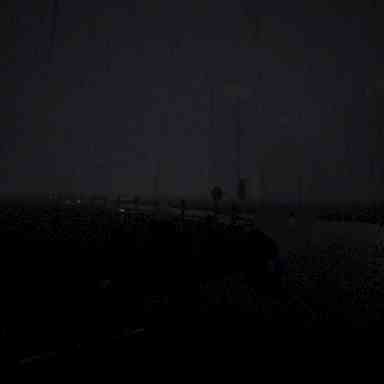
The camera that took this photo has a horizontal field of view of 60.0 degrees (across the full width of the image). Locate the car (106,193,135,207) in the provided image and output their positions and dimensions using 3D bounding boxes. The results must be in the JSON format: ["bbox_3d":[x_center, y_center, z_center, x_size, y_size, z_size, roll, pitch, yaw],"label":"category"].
[{"bbox_3d":[-8.384,0.908,38.576,1.882,1.535,5.008,-1,2,-36],"label":"car"}]

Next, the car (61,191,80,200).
[{"bbox_3d":[-20.142,0.586,55.001,1.882,1.535,5.008,-1,1,-36],"label":"car"}]
